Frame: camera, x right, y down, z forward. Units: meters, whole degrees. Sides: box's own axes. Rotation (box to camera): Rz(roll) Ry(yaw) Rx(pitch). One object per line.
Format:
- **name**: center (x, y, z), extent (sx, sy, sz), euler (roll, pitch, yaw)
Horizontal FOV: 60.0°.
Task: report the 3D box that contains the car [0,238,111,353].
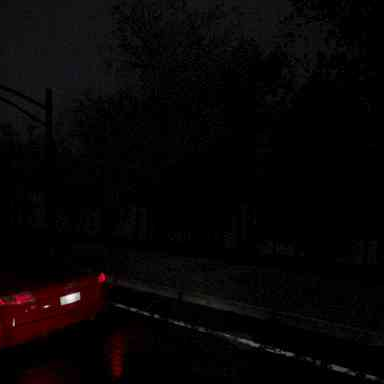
- **car**: center (-3.453, 1.564, 6.142), extent (4.181, 1.385, 1.994), euler (0, 0, 35)
